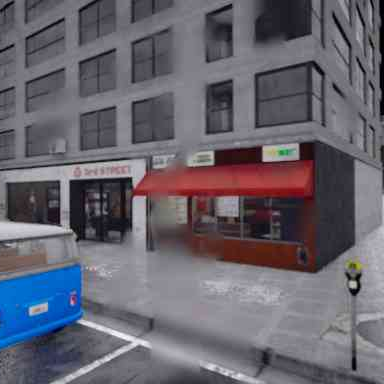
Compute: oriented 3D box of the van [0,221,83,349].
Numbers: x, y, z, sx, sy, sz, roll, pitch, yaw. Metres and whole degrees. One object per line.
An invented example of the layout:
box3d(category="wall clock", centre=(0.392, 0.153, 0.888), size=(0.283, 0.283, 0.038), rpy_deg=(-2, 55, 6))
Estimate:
box3d(category="van", centre=(-3.618, 1.393, 5.657), size=(3.998, 1.788, 1.690), rpy_deg=(-1, 0, 35))
